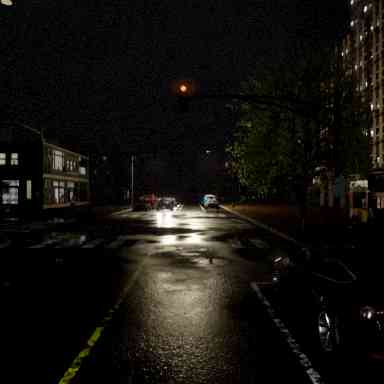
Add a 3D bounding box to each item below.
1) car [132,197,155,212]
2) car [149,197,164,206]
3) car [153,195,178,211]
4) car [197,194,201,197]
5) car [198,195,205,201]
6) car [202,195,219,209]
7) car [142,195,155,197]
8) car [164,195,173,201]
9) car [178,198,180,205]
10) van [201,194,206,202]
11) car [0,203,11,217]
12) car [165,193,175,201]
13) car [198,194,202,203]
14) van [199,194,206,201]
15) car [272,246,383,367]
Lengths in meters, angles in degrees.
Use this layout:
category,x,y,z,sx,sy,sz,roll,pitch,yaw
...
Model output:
category,x,y,z,sx,sy,sz,roll,pitch,yaw
car,-5.735,1.585,38.262,1.802,1.307,4.206,0,0,0
car,-5.757,1.555,54.915,2.008,1.369,4.403,0,0,0
car,-3.144,1.494,40.040,2.128,1.511,4.902,0,0,0
car,2.602,1.572,71.581,1.947,1.339,4.313,0,0,0
car,2.581,1.534,88.404,1.752,1.417,4.829,0,0,0
car,2.637,1.528,43.996,1.752,1.417,4.829,0,0,0
car,-5.741,1.318,43.813,2.192,1.841,5.009,0,0,0
car,-5.793,1.559,82.670,2.008,1.369,4.403,0,0,0
car,-3.163,1.568,49.623,1.994,1.385,4.181,0,0,0
van,2.632,1.345,49.378,1.690,1.788,3.998,0,0,0
car,-17.303,1.371,27.250,4.507,1.381,1.887,1,-1,-1
car,-5.799,1.324,88.221,2.192,1.841,5.009,0,0,0
car,2.616,1.556,60.479,2.008,1.369,4.403,0,0,0
van,2.590,1.349,82.683,1.690,1.788,3.998,0,0,0
car,2.687,1.566,5.797,1.947,1.339,4.313,0,0,0
